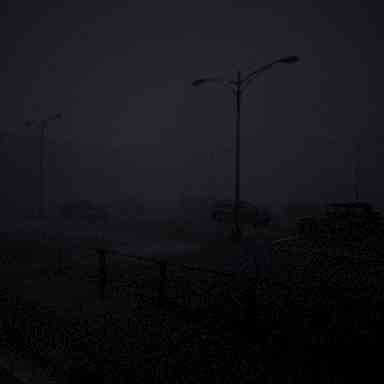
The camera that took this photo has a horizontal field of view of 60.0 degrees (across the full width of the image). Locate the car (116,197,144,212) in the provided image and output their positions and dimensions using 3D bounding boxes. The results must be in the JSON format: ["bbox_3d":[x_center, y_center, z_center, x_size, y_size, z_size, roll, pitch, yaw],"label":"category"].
[{"bbox_3d":[-7.873,1.441,38.543,5.027,1.636,2.152,1,0,39],"label":"car"}]

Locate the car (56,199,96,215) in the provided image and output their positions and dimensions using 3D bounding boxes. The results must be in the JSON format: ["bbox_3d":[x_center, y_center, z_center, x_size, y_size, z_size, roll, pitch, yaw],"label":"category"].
[{"bbox_3d":[-11.639,1.436,33.336,3.806,1.475,1.970,1,0,39],"label":"car"}]

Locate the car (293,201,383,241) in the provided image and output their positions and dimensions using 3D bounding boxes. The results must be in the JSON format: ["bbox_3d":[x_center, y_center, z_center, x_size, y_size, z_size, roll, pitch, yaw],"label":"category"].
[{"bbox_3d":[7.795,1.483,17.723,3.866,1.878,1.905,1,0,39],"label":"car"}]

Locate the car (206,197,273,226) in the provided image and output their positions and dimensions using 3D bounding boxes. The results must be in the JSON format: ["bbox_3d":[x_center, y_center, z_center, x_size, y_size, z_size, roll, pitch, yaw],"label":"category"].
[{"bbox_3d":[3.717,1.484,25.212,4.605,1.855,1.932,1,0,39],"label":"car"}]

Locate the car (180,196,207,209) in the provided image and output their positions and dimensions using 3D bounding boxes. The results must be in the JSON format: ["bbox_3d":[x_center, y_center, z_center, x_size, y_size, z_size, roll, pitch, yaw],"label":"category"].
[{"bbox_3d":[0.137,1.534,48.520,3.866,1.878,1.905,1,0,39],"label":"car"}]

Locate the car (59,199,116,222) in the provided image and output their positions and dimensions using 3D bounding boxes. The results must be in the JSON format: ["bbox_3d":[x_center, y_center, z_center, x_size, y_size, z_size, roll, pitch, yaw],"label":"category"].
[{"bbox_3d":[-8.437,1.511,26.067,4.514,1.523,2.007,1,0,39],"label":"car"}]

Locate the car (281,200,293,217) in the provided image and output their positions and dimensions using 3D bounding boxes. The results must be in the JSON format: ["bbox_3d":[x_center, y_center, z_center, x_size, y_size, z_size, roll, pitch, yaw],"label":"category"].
[{"bbox_3d":[12.066,1.856,34.478,4.514,1.523,2.007,1,0,39],"label":"car"}]

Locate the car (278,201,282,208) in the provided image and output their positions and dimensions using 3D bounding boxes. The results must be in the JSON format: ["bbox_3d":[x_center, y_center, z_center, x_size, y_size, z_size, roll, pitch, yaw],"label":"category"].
[{"bbox_3d":[17.290,2.146,58.476,3.806,1.475,1.970,1,0,39],"label":"car"}]

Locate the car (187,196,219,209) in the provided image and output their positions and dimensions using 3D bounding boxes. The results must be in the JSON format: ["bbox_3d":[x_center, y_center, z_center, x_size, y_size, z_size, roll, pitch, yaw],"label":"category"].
[{"bbox_3d":[1.634,1.590,51.043,4.605,1.855,1.932,1,0,39],"label":"car"}]

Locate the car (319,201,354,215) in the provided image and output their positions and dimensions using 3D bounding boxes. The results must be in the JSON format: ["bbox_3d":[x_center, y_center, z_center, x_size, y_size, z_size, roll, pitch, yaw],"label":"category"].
[{"bbox_3d":[18.354,2.011,42.243,3.633,1.501,1.845,1,0,39],"label":"car"}]

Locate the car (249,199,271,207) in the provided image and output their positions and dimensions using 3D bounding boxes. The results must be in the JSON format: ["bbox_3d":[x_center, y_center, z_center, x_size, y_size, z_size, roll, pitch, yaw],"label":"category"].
[{"bbox_3d":[13.370,2.114,65.446,3.633,1.501,1.845,1,0,39],"label":"car"}]

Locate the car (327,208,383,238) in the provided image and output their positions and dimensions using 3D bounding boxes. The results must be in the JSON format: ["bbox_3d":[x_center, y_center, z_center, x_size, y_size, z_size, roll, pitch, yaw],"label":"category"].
[{"bbox_3d":[10.348,1.817,19.931,3.806,1.475,1.970,1,0,39],"label":"car"}]
